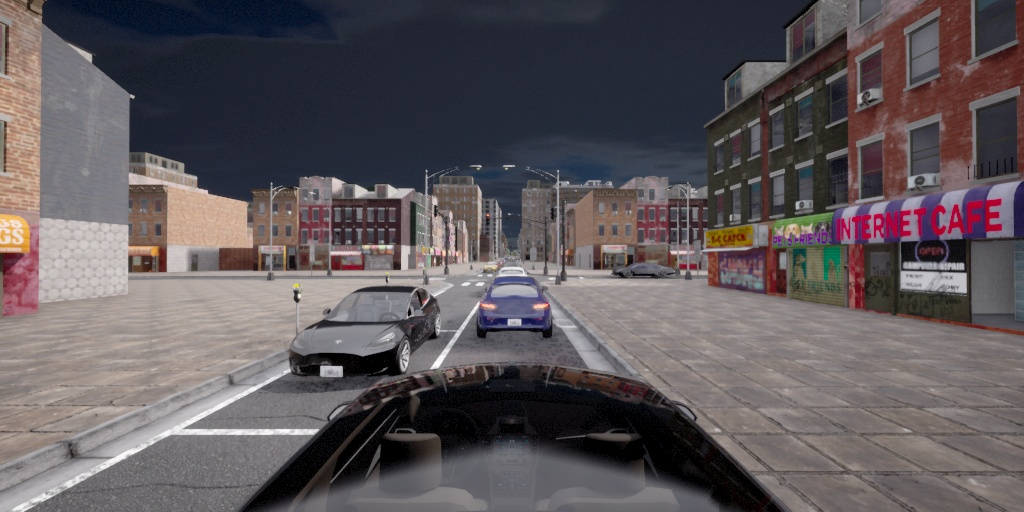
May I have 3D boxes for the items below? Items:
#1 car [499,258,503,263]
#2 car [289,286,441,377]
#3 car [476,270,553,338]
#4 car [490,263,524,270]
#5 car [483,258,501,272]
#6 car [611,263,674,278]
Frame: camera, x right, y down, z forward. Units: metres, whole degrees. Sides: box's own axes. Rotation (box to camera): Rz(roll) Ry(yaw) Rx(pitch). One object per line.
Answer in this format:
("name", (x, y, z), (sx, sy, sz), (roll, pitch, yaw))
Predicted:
("car", (-2.694, 1.355, 50.793), (1.888, 1.381, 4.507), (0, 0, 0))
("car", (-2.645, 1.317, 7.420), (1.948, 1.339, 4.313), (0, 0, 0))
("car", (0.069, 1.278, 10.100), (1.812, 1.442, 4.674), (0, 0, 0))
("car", (-0.003, 1.284, 19.234), (1.812, 1.442, 4.674), (0, 0, 0))
("car", (-2.688, 1.322, 45.018), (1.751, 1.417, 4.829), (0, 0, 0))
("car", (11.987, 1.305, 33.021), (5.357, 1.411, 2.033), (0, 0, 0))
